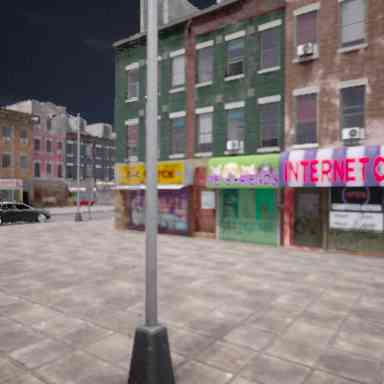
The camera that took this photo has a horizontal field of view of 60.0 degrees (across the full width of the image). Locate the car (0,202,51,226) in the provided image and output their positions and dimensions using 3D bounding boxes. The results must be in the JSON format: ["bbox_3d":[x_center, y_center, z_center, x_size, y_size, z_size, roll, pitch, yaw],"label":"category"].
[{"bbox_3d":[-11.838,1.414,22.030,1.837,1.490,4.892,0,1,35],"label":"car"}]
